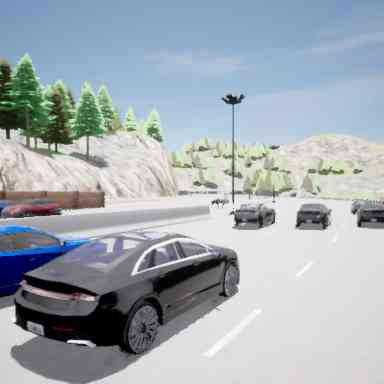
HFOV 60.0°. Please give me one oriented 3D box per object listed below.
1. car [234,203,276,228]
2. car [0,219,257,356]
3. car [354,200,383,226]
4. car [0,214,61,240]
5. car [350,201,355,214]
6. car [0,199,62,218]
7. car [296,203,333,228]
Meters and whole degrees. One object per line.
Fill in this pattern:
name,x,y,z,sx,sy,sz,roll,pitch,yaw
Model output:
car,4.325,1.491,22.367,2.128,1.511,4.902,0,0,27
car,-0.706,1.491,6.251,2.128,1.511,4.902,0,0,31
car,12.486,1.505,23.081,1.837,1.490,4.892,0,0,26
car,-4.073,1.477,7.447,1.882,1.535,5.008,0,0,31
car,17.621,1.547,34.572,2.033,1.411,5.357,0,0,22
car,-13.084,1.352,27.292,2.097,1.767,4.553,0,0,28
car,8.192,1.504,22.260,1.837,1.490,4.892,0,0,27
